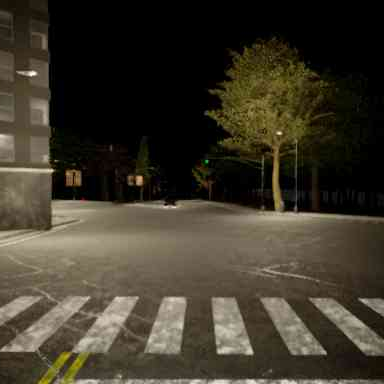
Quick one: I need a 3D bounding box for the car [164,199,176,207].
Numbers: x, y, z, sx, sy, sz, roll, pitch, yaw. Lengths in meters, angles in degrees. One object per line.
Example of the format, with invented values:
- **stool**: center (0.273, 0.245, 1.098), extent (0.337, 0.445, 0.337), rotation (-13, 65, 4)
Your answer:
- **car**: center (-3.870, 1.936, 58.622), extent (1.812, 1.442, 4.674), rotation (0, 1, -2)
